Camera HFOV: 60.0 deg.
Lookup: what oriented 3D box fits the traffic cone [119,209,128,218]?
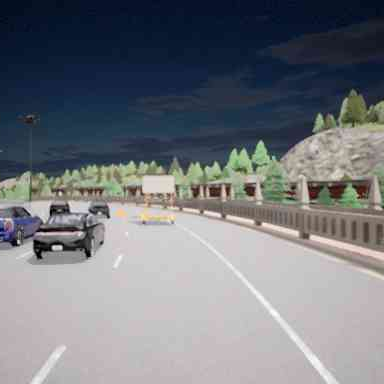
[{"bbox_3d":[-6.172,2.030,29.933,0.340,0.580,0.340,0,0,-16],"label":"traffic cone"}]

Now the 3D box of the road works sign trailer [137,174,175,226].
[{"bbox_3d":[-2.396,0.510,24.007,2.380,3.560,2.880,0,0,-1],"label":"road works sign trailer"}]

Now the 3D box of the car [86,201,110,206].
[{"bbox_3d":[-8.726,1.596,30.972,1.837,1.490,4.892,0,0,-18],"label":"car"}]

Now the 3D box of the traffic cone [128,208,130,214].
[{"bbox_3d":[-6.887,2.041,35.974,0.340,0.580,0.340,0,0,-16],"label":"traffic cone"}]

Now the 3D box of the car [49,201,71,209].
[{"bbox_3d":[-13.488,1.605,33.955,1.882,1.535,5.008,0,0,-21],"label":"car"}]

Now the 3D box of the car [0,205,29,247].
[{"bbox_3d":[-8.449,1.414,15.292,2.097,1.767,4.553,0,0,-9],"label":"car"}]

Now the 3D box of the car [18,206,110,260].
[{"bbox_3d":[-4.502,1.531,12.765,2.128,1.511,4.902,0,0,-7],"label":"car"}]
